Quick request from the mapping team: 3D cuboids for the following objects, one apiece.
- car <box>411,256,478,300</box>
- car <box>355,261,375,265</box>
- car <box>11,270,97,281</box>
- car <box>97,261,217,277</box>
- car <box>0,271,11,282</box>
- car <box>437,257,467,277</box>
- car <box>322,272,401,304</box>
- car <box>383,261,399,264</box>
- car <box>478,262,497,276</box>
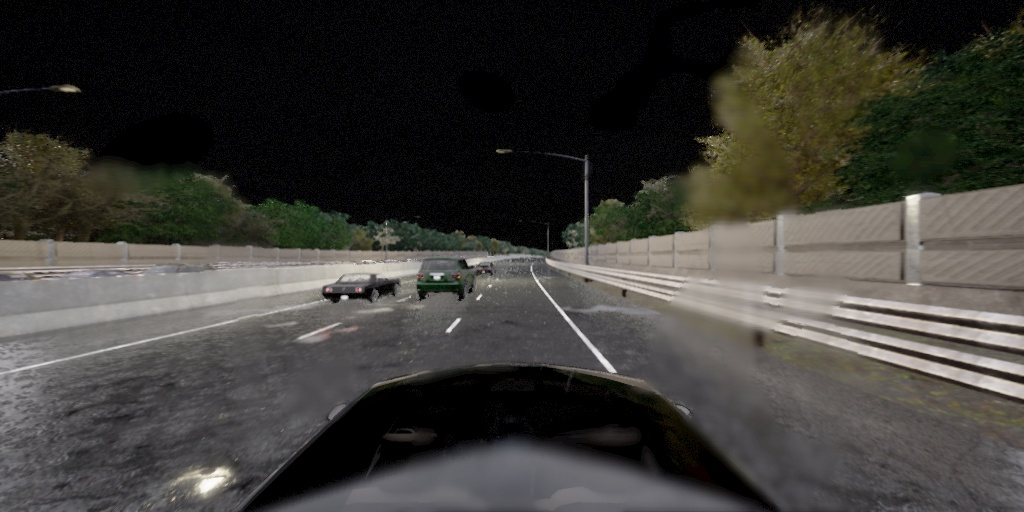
[{"bbox_3d":[-3.261,1.040,18.457,2.150,2.045,5.566,0,0,1],"label":"car"},{"bbox_3d":[-23.228,1.514,57.162,1.895,1.301,4.718,0,0,3],"label":"car"},{"bbox_3d":[-20.970,1.376,17.897,1.994,1.385,4.181,0,0,1],"label":"car"},{"bbox_3d":[-17.462,1.167,18.398,2.097,1.767,4.553,0,0,1],"label":"car"},{"bbox_3d":[-24.491,1.408,16.673,1.895,1.301,4.718,0,0,1],"label":"car"},{"bbox_3d":[-6.299,1.094,38.516,2.150,2.045,5.566,0,0,2],"label":"car"},{"bbox_3d":[-6.785,1.412,16.806,1.895,1.301,4.718,0,0,1],"label":"car"},{"bbox_3d":[-19.665,1.460,58.335,2.033,1.411,5.357,0,0,3],"label":"car"},{"bbox_3d":[-2.790,1.376,38.722,1.837,1.490,4.892,0,0,2],"label":"car"}]
